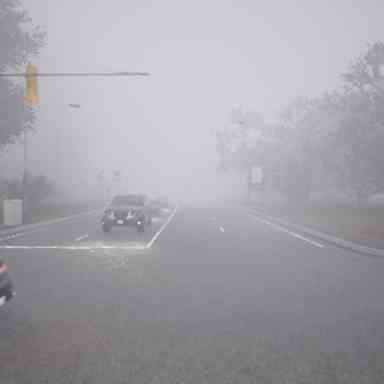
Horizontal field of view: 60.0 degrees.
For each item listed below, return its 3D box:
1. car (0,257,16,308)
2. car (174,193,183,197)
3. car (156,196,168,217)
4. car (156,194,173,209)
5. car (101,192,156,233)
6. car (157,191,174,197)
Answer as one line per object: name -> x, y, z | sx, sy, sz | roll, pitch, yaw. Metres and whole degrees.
car -> -5.339, 1.470, 4.945 | 4.902, 1.511, 2.128 | 0, 0, -3
car -> -3.985, 0.813, 90.718 | 1.895, 1.301, 4.718 | 0, 1, -18
car -> -3.651, 1.403, 30.069 | 2.033, 1.411, 5.357 | 0, 0, 0
car -> -3.790, 1.331, 41.112 | 1.994, 1.385, 4.181 | 0, 1, 0
car -> -3.636, 1.136, 19.519 | 2.150, 2.045, 5.566 | 0, 0, 0
car -> -7.126, 0.588, 89.055 | 2.097, 1.767, 4.553 | 0, 1, -18
